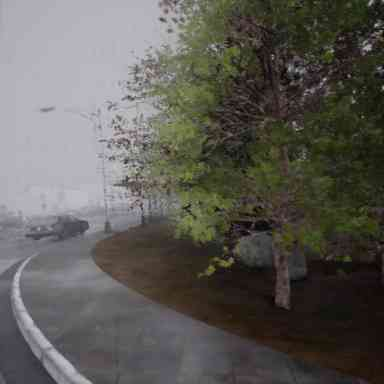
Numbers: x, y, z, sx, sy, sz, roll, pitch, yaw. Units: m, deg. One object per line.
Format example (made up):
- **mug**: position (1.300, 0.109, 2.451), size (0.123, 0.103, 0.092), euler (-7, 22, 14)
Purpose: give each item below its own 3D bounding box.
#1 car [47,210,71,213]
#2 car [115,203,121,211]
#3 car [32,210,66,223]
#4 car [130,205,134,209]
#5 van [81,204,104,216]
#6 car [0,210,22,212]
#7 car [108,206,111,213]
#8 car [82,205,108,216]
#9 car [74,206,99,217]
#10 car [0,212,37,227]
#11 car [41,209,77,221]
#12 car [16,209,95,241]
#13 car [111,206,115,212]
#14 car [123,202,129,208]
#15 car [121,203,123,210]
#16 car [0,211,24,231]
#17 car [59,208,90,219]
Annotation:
- **car**: position (-18.382, 3.342, 44.125), size (2.033, 1.411, 5.357), euler (-5, -1, 5)
- **car**: position (-20.407, 4.176, 79.852), size (5.366, 1.575, 1.946), euler (-5, -1, -16)
- **car**: position (-22.701, 3.852, 53.025), size (4.674, 1.452, 2.002), euler (-5, -1, -16)
- **car**: position (-19.697, 4.015, 91.689), size (5.566, 2.045, 2.435), euler (-5, 0, -16)
- **van**: position (-21.199, 3.864, 70.916), size (4.442, 1.987, 1.878), euler (-5, -2, -16)
- **car**: position (-23.702, 3.400, 41.130), size (5.566, 2.045, 2.435), euler (-5, -1, -16)
- **car**: position (-21.045, 4.173, 73.842), size (4.674, 1.452, 2.002), euler (-5, -1, -16)
- **car**: position (-17.159, 3.434, 59.135), size (1.837, 1.490, 4.892), euler (-5, -1, 4)
- **car**: position (-21.507, 3.927, 67.903), size (4.553, 1.767, 2.185), euler (-5, -1, -16)
- **car**: position (-23.425, 3.688, 44.115), size (4.892, 1.521, 2.231), euler (-5, -1, -16)
- **car**: position (-22.295, 3.840, 56.052), size (5.366, 1.575, 1.946), euler (-5, -2, -16)
- **car**: position (-8.340, 2.142, 20.968), size (2.033, 1.411, 5.357), euler (-5, -1, 4)
- **car**: position (-20.843, 4.201, 76.807), size (4.792, 1.488, 2.163), euler (-5, -1, -16)
- **car**: position (-19.873, 4.291, 88.721), size (4.674, 1.452, 2.002), euler (-5, 0, -16)
- **car**: position (-20.318, 4.246, 82.781), size (4.792, 1.488, 2.163), euler (-5, -1, -16)
- **car**: position (-19.243, 3.169, 33.828), size (2.128, 1.511, 4.902), euler (-5, -1, 4)
- **car**: position (-21.821, 3.941, 61.998), size (5.366, 1.575, 1.946), euler (-5, -2, -16)
